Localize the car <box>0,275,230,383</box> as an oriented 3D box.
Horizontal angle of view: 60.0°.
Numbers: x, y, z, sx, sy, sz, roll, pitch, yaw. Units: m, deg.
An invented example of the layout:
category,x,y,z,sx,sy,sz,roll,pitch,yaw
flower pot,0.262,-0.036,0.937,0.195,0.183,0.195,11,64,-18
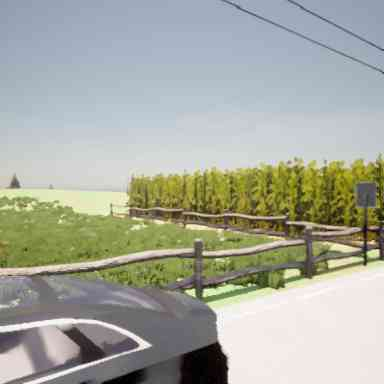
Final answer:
category,x,y,z,sx,sy,sz,roll,pitch,yaw
car,-1.941,1.489,2.257,4.902,1.511,2.128,0,0,-35
